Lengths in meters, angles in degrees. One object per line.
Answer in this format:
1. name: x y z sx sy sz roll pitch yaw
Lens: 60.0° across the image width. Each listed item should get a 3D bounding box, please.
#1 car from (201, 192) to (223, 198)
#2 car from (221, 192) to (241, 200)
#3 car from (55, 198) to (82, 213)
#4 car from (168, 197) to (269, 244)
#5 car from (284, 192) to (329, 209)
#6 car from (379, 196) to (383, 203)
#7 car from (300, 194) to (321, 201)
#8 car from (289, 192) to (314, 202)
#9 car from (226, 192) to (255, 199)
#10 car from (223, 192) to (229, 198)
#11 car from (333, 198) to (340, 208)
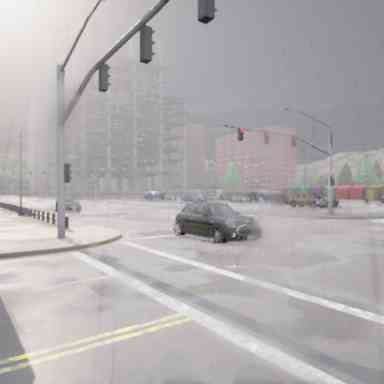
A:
1. car: 4.330 1.212 73.063 1.970 1.475 3.806 0 0 -35
2. car: 8.855 0.947 76.324 1.932 1.855 4.605 0 0 -35
3. car: -13.391 1.447 35.845 2.128 1.511 4.902 0 0 -35
4. car: 1.101 1.311 15.673 2.097 1.767 4.553 0 0 -37
5. car: 13.824 1.016 39.952 1.932 1.855 4.605 0 0 -35
6. car: 32.218 0.929 52.941 1.905 1.878 3.866 0 0 -35
7. car: 24.486 1.124 68.854 1.784 1.438 3.905 0 0 -35
8. car: 22.084 0.925 67.233 1.932 1.855 4.605 0 0 -35
9. car: 8.341 1.235 57.403 1.970 1.475 3.806 0 0 -35
10. car: 6.694 1.168 74.734 1.784 1.438 3.905 0 0 -35
11. car: 16.218 1.007 41.579 1.905 1.878 3.866 0 0 -35
